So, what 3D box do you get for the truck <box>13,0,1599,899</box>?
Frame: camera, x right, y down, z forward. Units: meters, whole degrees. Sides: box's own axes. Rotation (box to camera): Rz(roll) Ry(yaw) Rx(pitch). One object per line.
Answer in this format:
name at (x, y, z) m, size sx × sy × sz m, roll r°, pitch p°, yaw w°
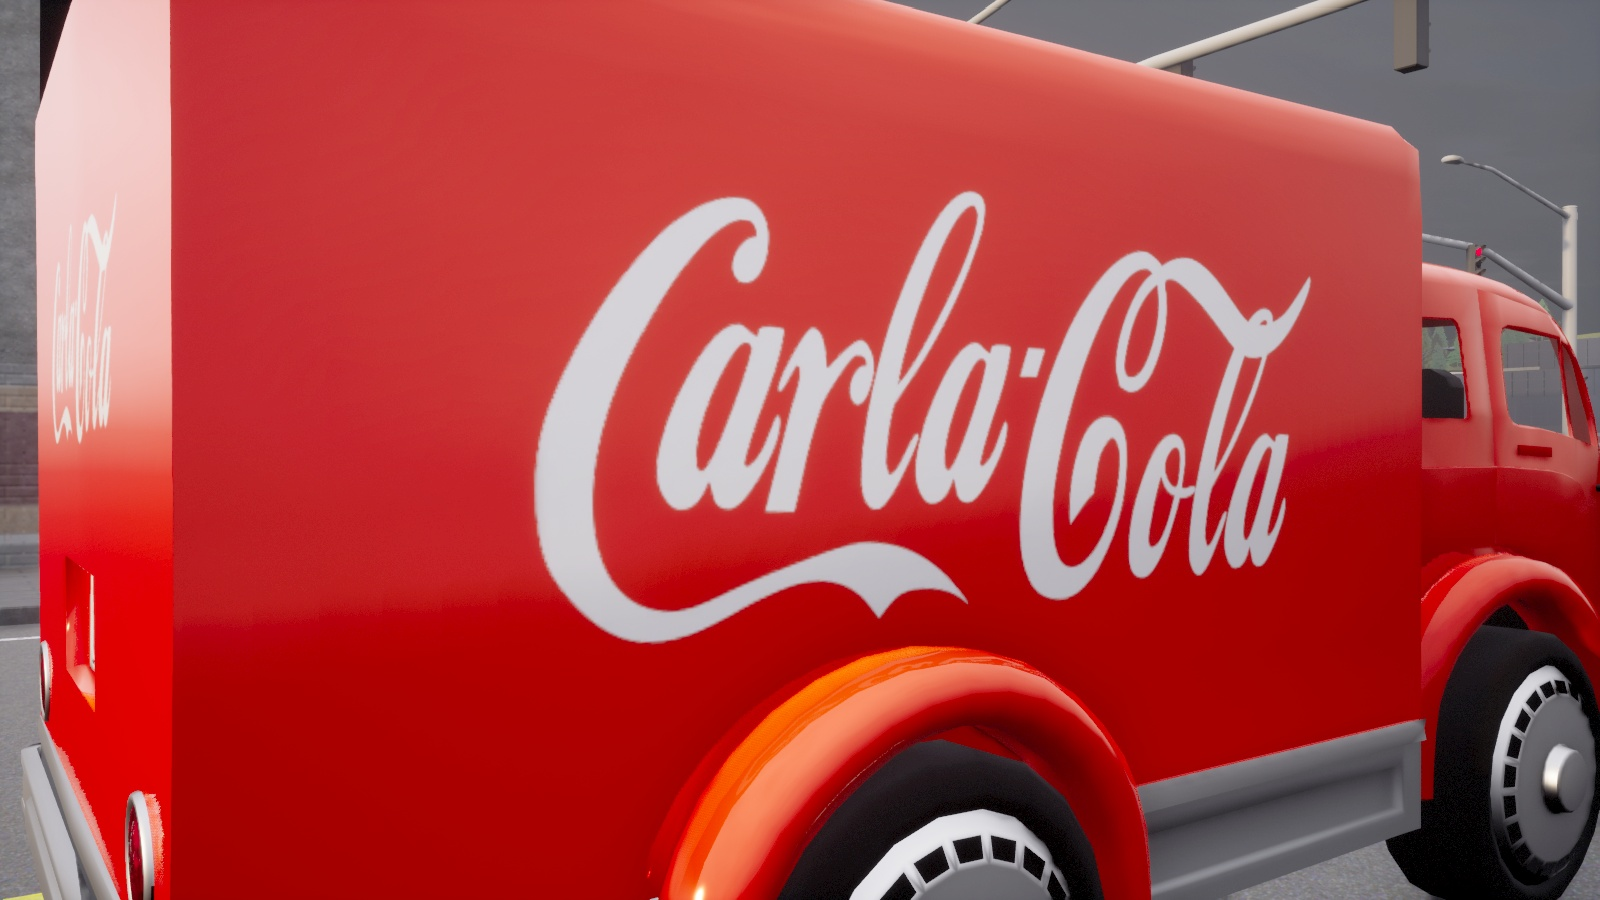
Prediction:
truck at (0.591, 0.267, 4.070) m, size 5.204 × 2.467 × 2.627 m, roll 0°, pitch 0°, yaw -35°
